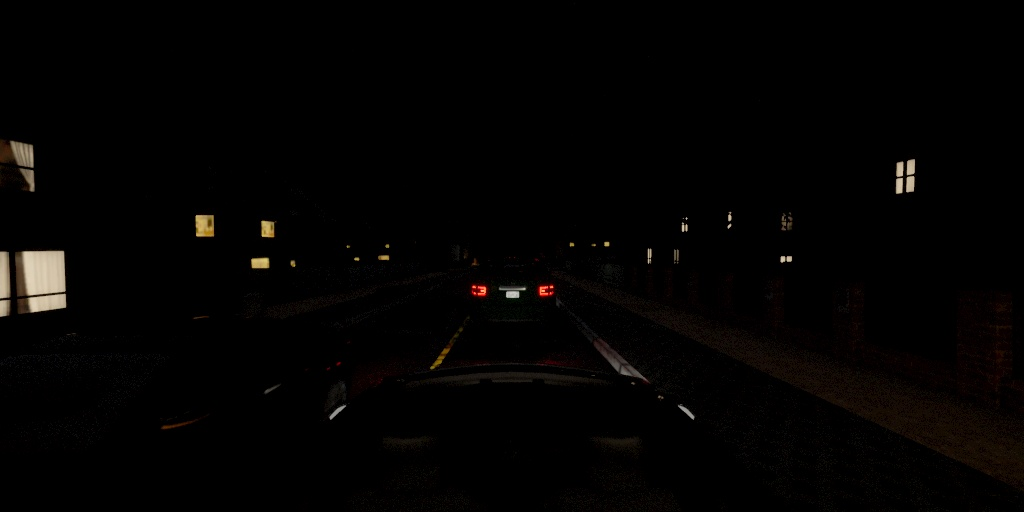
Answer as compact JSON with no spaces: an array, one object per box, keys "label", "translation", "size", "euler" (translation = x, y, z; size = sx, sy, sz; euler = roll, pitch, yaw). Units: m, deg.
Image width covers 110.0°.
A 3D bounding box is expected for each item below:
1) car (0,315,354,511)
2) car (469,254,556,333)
[{"label":"car","translation":[-2.855,1.275,2.710],"size":[1.812,1.442,4.674],"euler":[0,0,0]},{"label":"car","translation":[0.032,0.970,10.814],"size":[2.150,2.045,5.566],"euler":[0,0,0]}]
